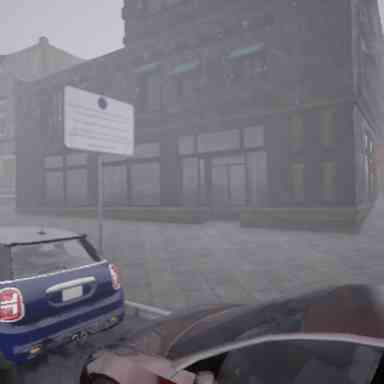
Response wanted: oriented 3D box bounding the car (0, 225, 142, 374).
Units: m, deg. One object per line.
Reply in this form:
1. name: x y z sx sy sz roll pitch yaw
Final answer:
1. car: -3.324 1.370 5.646 4.553 1.767 2.185 0 0 35
